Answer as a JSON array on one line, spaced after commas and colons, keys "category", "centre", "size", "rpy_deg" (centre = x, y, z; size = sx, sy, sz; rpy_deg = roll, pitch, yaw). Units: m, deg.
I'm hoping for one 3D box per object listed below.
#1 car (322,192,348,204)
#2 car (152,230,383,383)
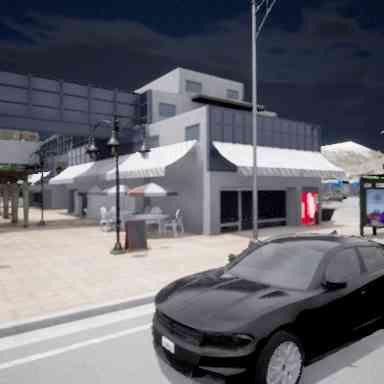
[{"category": "car", "centre": [20.749, 0.880, 49.967], "size": [5.027, 1.636, 2.152], "rpy_deg": [-1, 0, -36]}, {"category": "car", "centre": [1.769, 1.433, 5.215], "size": [5.008, 1.535, 1.882], "rpy_deg": [-1, 0, -35]}]
